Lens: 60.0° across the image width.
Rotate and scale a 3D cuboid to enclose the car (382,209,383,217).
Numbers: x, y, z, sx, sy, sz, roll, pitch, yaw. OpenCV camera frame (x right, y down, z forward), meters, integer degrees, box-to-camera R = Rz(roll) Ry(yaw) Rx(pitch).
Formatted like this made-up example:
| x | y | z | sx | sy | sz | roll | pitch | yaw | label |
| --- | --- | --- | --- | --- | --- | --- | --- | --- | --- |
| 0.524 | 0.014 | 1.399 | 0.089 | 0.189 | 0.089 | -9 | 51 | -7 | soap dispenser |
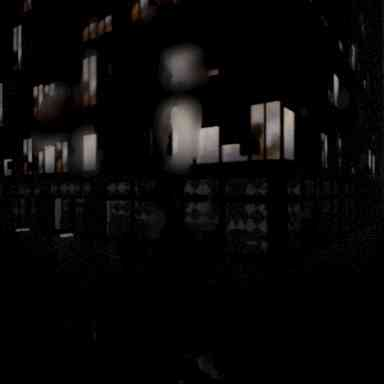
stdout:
| x | y | z | sx | sy | sz | roll | pitch | yaw | label |
| --- | --- | --- | --- | --- | --- | --- | --- | --- | --- |
| 20.735 | 2.071 | 38.897 | 1.752 | 1.417 | 4.829 | 0 | 0 | -5 | car |
